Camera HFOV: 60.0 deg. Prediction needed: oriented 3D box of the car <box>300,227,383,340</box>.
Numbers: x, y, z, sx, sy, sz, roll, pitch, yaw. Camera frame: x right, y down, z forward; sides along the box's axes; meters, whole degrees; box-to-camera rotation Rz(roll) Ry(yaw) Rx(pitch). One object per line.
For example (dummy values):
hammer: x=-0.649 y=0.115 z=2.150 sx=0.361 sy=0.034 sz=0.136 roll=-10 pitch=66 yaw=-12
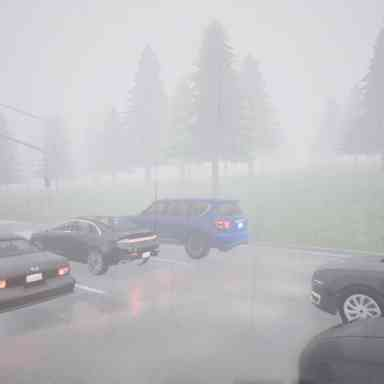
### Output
car: x=4.409 y=1.505 z=5.146 sx=4.892 sy=1.490 sz=1.837 roll=0 pitch=0 yaw=35

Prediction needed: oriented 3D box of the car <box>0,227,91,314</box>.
car: x=-4.807 y=1.547 z=7.285 sx=5.357 sy=1.411 sz=2.033 roll=0 pitch=0 yaw=36

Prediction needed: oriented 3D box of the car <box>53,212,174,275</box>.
car: x=-3.211 y=1.492 z=10.451 sx=4.902 sy=1.511 sz=2.128 roll=0 pitch=0 yaw=36

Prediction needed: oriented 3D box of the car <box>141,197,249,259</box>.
car: x=-0.540 y=1.221 z=12.837 sx=5.566 sy=2.045 sz=2.150 roll=0 pitch=0 yaw=35

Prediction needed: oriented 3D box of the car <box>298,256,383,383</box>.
car: x=3.120 y=1.478 z=1.766 sx=5.008 sy=1.535 sz=1.882 roll=-1 pitch=0 yaw=35
